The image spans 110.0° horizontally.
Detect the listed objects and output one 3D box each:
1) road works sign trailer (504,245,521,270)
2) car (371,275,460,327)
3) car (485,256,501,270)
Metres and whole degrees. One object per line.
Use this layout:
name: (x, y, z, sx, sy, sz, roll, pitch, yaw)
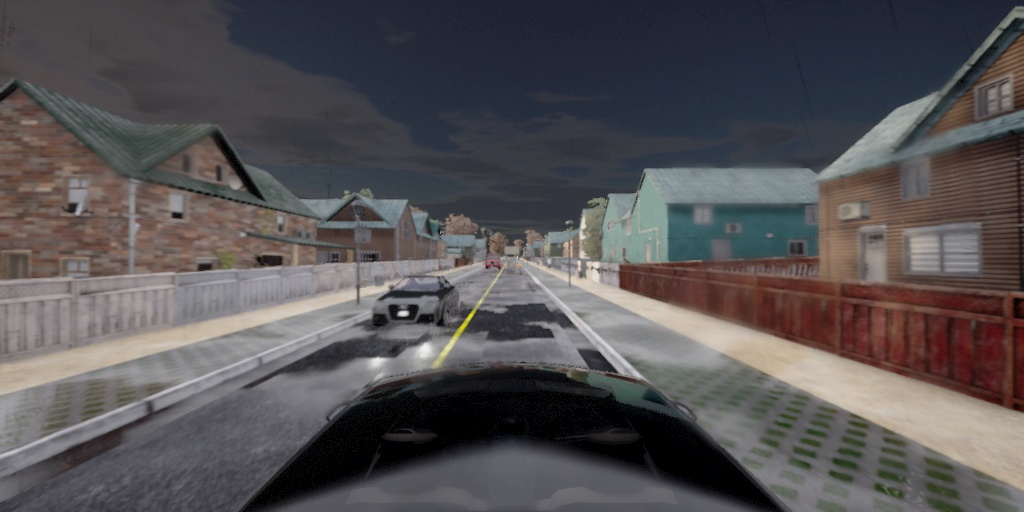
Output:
road works sign trailer: (-0.010, 0.207, 52.661, 2.380, 3.560, 2.880, 0, 0, 0)
car: (-2.850, 1.316, 11.389, 1.994, 1.385, 4.181, 0, 0, 0)
car: (-2.814, 0.961, 53.724, 2.150, 2.045, 5.566, 0, 0, 1)
